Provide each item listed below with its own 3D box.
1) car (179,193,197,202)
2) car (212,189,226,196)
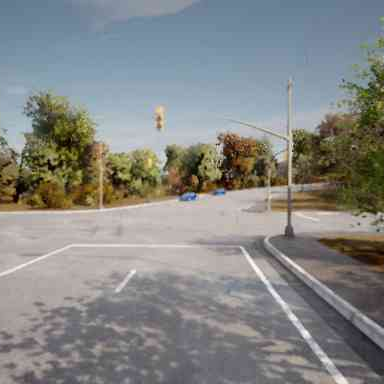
[{"bbox_3d":[-0.640,0.906,60.950,1.882,1.535,5.008,0,3,23],"label":"car"},{"bbox_3d":[6.148,0.038,74.999,1.882,1.535,5.008,0,4,28],"label":"car"}]
